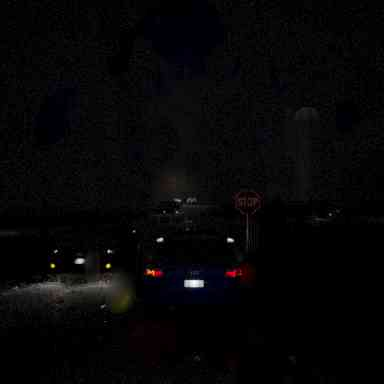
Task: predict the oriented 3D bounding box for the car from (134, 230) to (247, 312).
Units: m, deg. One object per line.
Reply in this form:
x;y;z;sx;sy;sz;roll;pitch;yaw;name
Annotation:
0.072;1.575;7.827;1.994;1.385;4.181;0;0;1;car

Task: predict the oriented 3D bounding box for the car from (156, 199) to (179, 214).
-2.869;1.694;37.376;2.033;1.411;5.357;0;0;0;car

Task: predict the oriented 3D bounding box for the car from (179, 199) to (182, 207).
-2.854;1.887;49.408;1.895;1.301;4.718;0;-1;0;car

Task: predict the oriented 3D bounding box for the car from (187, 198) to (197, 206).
-0.028;1.946;68.668;2.097;1.767;4.553;0;-1;0;car

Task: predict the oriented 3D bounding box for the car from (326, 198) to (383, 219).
12.534;1.145;23.833;5.357;1.411;2.033;-2;-1;-2;car

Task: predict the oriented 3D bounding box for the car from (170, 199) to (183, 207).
-2.828;1.981;62.353;2.128;1.511;4.902;0;-1;0;car

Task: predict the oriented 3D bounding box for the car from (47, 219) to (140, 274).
-2.858;1.580;10.488;1.994;1.385;4.181;0;0;0;car
